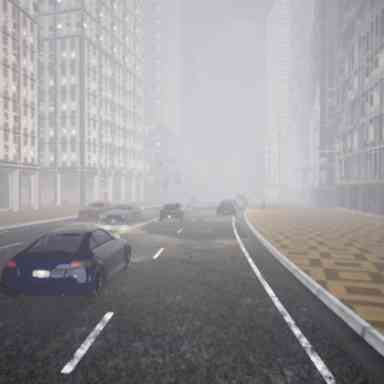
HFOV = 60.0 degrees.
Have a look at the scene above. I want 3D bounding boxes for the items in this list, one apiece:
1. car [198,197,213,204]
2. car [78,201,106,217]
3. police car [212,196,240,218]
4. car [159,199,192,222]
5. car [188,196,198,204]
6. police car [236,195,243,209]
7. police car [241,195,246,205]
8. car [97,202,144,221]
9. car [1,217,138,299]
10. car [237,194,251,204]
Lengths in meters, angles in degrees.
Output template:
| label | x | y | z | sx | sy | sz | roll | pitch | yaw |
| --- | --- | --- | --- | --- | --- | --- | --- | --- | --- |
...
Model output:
| label | x | y | z | sx | sy | sz | roll | pitch | yaw |
| --- | --- | --- | --- | --- | --- | --- | --- | --- | --- |
| car | 3.113 | 1.779 | 65.778 | 1.895 | 1.301 | 4.718 | 0 | 0 | 16 |
| car | -7.965 | 1.523 | 28.416 | 1.882 | 1.535 | 5.008 | 0 | 0 | 7 |
| police car | 3.387 | 1.532 | 32.182 | 1.930 | 1.638 | 5.238 | 0 | 0 | 8 |
| car | -1.393 | 1.576 | 27.010 | 1.837 | 1.490 | 4.892 | 0 | 0 | 7 |
| car | 0.342 | 1.658 | 67.921 | 1.837 | 1.490 | 4.892 | 1 | 0 | 17 |
| police car | 5.002 | 1.567 | 41.800 | 1.930 | 1.638 | 5.238 | 0 | 0 | 11 |
| police car | 6.166 | 1.589 | 47.535 | 1.930 | 1.638 | 5.238 | 0 | 0 | 12 |
| car | -5.080 | 1.599 | 25.413 | 2.033 | 1.411 | 5.357 | 0 | 0 | 6 |
| car | -2.889 | 1.581 | 8.540 | 1.994 | 1.385 | 4.181 | 0 | 0 | 2 |
| car | 9.771 | 1.449 | 65.564 | 2.150 | 2.045 | 5.566 | 0 | 0 | 15 |
